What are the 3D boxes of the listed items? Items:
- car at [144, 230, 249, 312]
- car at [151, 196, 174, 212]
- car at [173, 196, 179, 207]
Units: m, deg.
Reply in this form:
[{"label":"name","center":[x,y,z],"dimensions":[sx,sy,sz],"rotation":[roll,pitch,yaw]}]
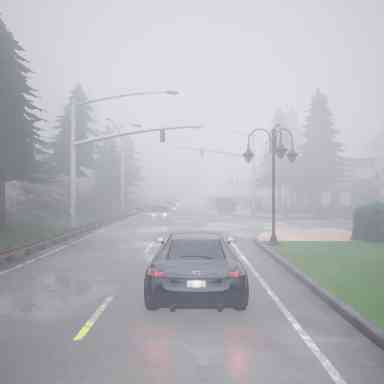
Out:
[{"label":"car","center":[0.086,1.564,7.782],"dimensions":[1.994,1.385,4.181],"rotation":[0,0,0]},{"label":"car","center":[-3.556,1.547,38.493],"dimensions":[2.033,1.411,5.357],"rotation":[0,0,0]},{"label":"car","center":[-3.534,1.477,52.023],"dimensions":[1.882,1.535,5.008],"rotation":[0,0,0]}]
